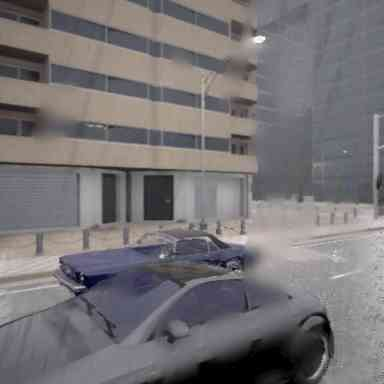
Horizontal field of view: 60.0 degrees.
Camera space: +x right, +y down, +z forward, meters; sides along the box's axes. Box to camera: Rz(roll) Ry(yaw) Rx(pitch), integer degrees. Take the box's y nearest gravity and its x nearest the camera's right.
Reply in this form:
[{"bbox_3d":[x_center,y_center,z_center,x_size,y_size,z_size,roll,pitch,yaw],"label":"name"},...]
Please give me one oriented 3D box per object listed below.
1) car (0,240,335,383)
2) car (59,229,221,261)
[{"bbox_3d":[-0.281,1.559,3.763,4.181,1.385,1.994,0,0,-35],"label":"car"},{"bbox_3d":[-0.631,1.591,7.798,4.718,1.301,1.895,0,0,-35],"label":"car"}]
